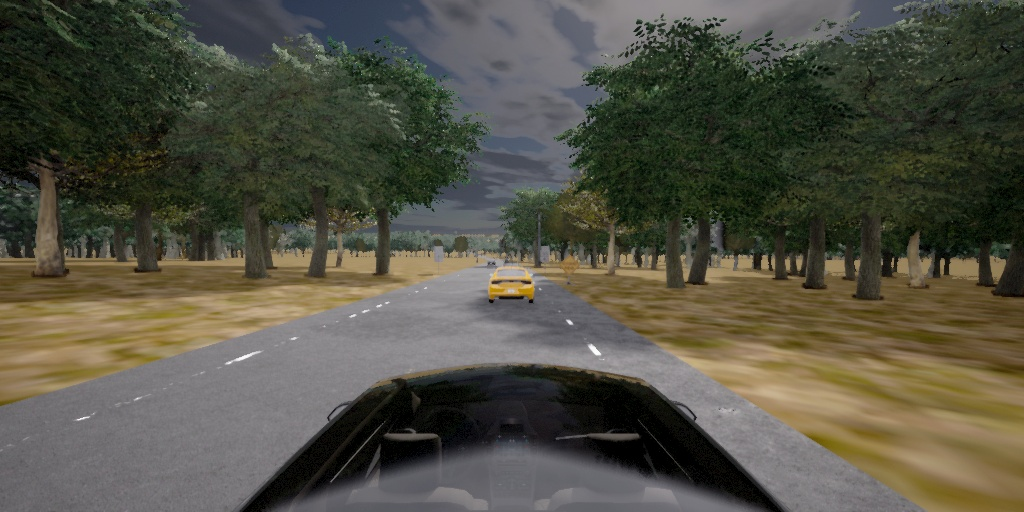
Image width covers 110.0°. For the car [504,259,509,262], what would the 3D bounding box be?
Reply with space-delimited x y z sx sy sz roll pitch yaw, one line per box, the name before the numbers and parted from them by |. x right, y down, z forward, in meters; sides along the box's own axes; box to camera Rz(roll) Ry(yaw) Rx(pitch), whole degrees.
car | -0.151 1.258 31.561 1.837 1.490 4.892 0 0 -1

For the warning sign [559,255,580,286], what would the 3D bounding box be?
warning sign | 3.479 0.853 22.138 1.300 1.860 1.060 0 0 0

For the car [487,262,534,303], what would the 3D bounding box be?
car | -0.038 1.225 16.536 1.882 1.535 5.008 0 0 0
